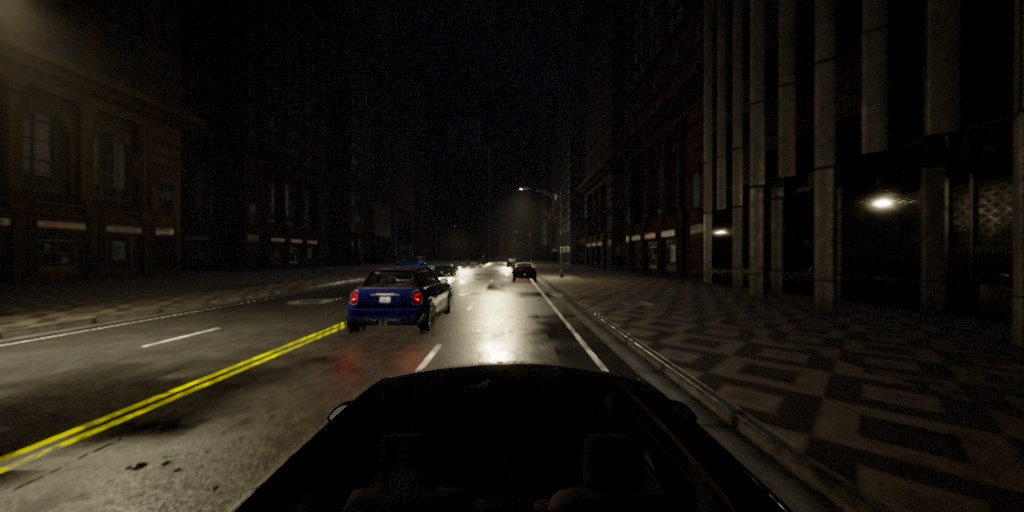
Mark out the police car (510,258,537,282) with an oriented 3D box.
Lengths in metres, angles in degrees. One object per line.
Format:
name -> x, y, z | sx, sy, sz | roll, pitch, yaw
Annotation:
police car -> 0.966, 1.185, 29.392 | 1.930, 1.638, 5.238 | 0, 0, 0

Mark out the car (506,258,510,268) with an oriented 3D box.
car -> -0.020, 1.294, 62.541 | 2.128, 1.511, 4.902 | 0, 0, 0

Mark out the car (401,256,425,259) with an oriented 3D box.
car -> -9.854, 0.983, 35.112 | 2.150, 2.045, 5.566 | 0, 0, 0

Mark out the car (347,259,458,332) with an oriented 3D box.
car -> -3.152, 1.103, 11.015 | 2.097, 1.767, 4.553 | 0, 0, 0
